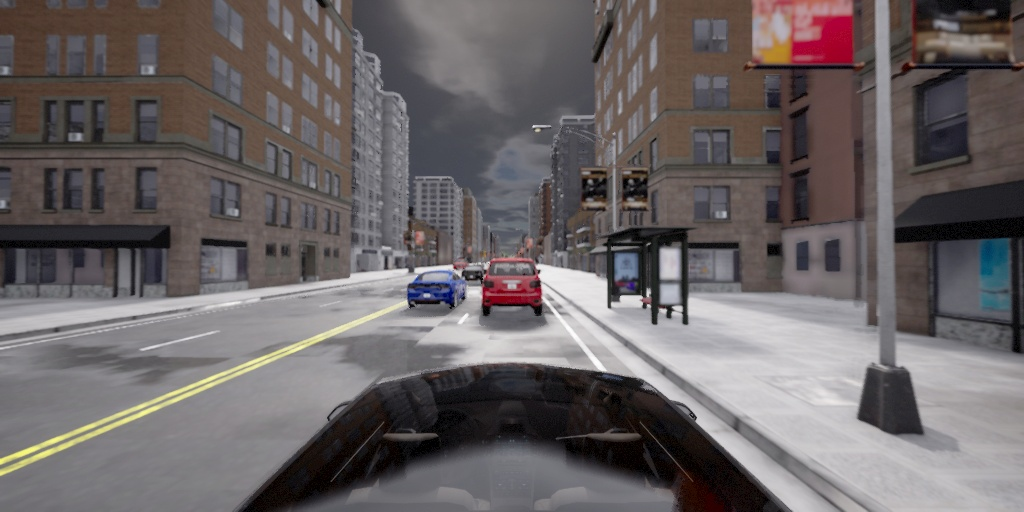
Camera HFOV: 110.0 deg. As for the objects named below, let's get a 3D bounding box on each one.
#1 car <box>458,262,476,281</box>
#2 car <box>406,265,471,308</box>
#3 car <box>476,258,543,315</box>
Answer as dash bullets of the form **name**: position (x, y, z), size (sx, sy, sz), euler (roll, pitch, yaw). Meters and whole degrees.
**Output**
- **car**: position (-3.214, 1.526, 31.110), size (1.882, 1.535, 5.008), euler (0, 0, 0)
- **car**: position (-3.216, 1.372, 16.108), size (1.882, 1.535, 5.008), euler (0, 0, 1)
- **car**: position (0.015, 1.103, 14.415), size (2.150, 2.045, 5.566), euler (0, 0, 0)
